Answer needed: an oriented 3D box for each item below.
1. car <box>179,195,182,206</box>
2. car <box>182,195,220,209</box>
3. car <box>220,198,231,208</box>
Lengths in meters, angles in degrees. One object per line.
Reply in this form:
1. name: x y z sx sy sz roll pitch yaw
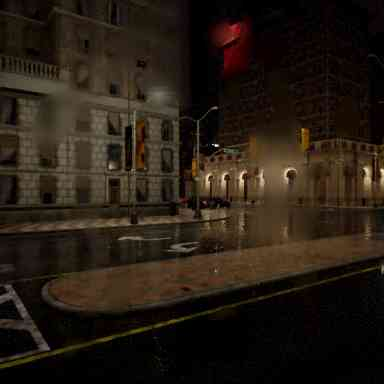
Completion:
1. car: -2.264 1.362 55.884 2.097 1.767 4.553 0 0 -35
2. car: 1.188 1.361 44.984 2.097 1.767 4.553 0 0 -35
3. car: 3.483 1.487 47.789 1.882 1.535 5.008 0 0 -36
